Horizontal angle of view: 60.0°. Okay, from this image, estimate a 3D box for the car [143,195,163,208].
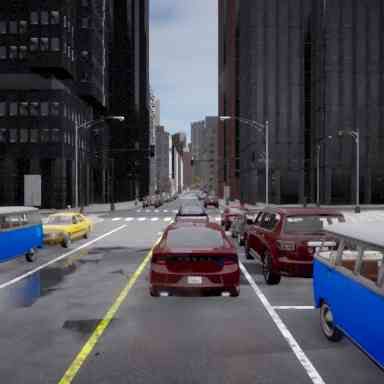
[{"bbox_3d":[-5.799,1.338,47.532,2.192,1.841,5.009,0,0,0],"label":"car"}]

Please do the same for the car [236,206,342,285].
[{"bbox_3d":[2.755,1.315,9.437,2.192,1.841,5.009,0,0,0],"label":"car"}]

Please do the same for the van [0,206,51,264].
[{"bbox_3d":[-5.775,1.342,9.443,1.690,1.788,3.998,0,0,0],"label":"van"}]

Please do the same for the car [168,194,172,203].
[{"bbox_3d":[-5.814,1.622,70.105,1.947,1.339,4.313,0,0,0],"label":"car"}]

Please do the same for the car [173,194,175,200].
[{"bbox_3d":[-5.822,1.628,81.391,1.887,1.381,4.507,0,0,0],"label":"car"}]

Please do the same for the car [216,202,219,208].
[{"bbox_3d":[2.746,1.548,20.487,1.887,1.381,4.507,0,0,0],"label":"car"}]

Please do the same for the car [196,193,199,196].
[{"bbox_3d":[2.697,1.678,92.679,1.947,1.339,4.313,0,0,0],"label":"car"}]

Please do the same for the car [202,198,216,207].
[{"bbox_3d":[2.723,1.595,53.172,1.947,1.339,4.313,0,0,0],"label":"car"}]

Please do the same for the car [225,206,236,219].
[{"bbox_3d":[2.751,1.552,14.962,2.008,1.369,4.403,0,0,0],"label":"car"}]

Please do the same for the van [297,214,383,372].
[{"bbox_3d":[2.760,1.341,3.911,1.690,1.788,3.998,0,0,0],"label":"van"}]

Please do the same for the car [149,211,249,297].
[{"bbox_3d":[0.061,1.478,8.625,1.882,1.535,5.008,0,0,0],"label":"car"}]

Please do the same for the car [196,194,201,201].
[{"bbox_3d":[2.700,1.642,87.034,1.887,1.381,4.507,0,0,0],"label":"car"}]

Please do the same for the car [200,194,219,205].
[{"bbox_3d":[2.726,1.338,47.528,2.192,1.841,5.009,0,0,0],"label":"car"}]

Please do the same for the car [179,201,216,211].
[{"bbox_3d":[-0.011,1.495,19.035,2.128,1.511,4.902,0,0,0],"label":"car"}]

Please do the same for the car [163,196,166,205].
[{"bbox_3d":[-5.803,1.344,53.175,2.192,1.841,5.009,0,0,0],"label":"car"}]

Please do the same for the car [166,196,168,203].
[{"bbox_3d":[-5.805,1.602,58.818,1.947,1.339,4.313,0,0,0],"label":"car"}]

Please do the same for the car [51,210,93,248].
[{"bbox_3d":[-5.776,1.527,14.798,1.752,1.417,4.829,0,0,0],"label":"car"}]
